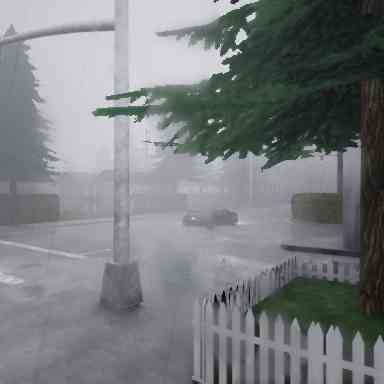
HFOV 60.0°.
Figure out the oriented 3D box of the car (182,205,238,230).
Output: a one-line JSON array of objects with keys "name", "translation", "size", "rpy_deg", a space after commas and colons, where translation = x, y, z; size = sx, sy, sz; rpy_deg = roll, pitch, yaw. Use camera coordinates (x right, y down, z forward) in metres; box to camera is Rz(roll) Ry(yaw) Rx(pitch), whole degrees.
[{"name": "car", "translation": [1.233, 1.467, 20.691], "size": [1.994, 1.385, 4.181], "rpy_deg": [1, 1, 35]}]
